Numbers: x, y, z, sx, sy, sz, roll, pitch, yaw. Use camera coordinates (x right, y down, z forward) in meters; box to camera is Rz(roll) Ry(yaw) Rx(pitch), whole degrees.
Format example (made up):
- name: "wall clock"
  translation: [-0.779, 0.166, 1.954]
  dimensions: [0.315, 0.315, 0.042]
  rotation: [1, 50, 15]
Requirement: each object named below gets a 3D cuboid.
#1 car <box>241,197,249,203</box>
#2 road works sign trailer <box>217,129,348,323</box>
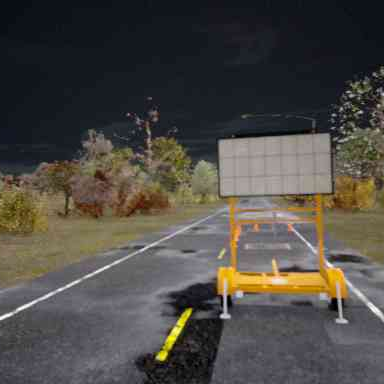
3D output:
- name: "car"
  translation: [13.759, 1.956, 86.497]
  dimensions: [2.097, 1.767, 4.553]
  rotation: [-2, -1, 11]
- name: "road works sign trailer"
  translation: [1.805, 0.495, 7.295]
  dimensions: [2.380, 3.560, 2.880]
  rotation: [-2, -1, 11]
